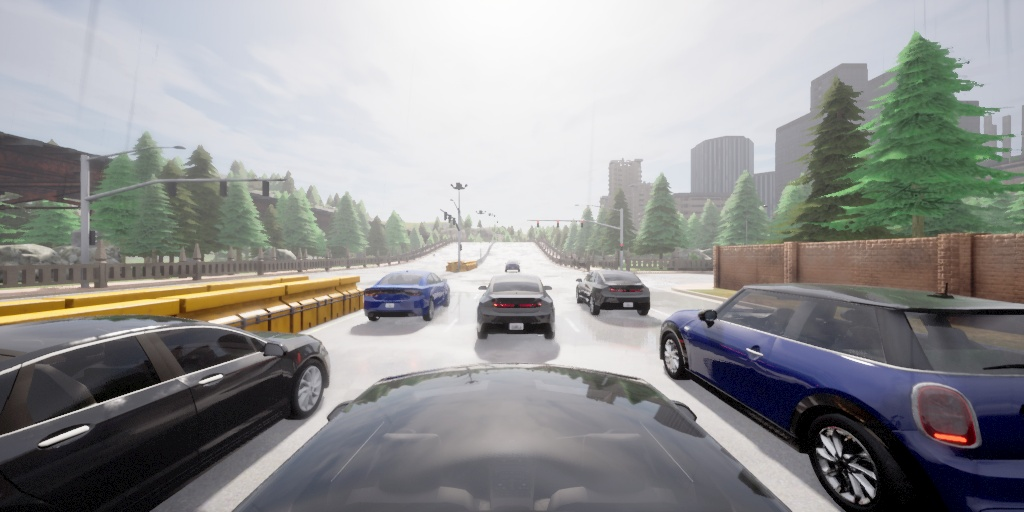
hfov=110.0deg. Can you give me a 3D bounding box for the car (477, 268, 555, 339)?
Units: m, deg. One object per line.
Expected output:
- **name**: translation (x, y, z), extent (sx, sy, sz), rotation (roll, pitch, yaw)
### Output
- **car**: translation (0.096, 1.255, 10.043), extent (1.837, 1.490, 4.892), rotation (0, 0, 0)

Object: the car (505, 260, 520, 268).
- **car**: translation (0.068, 1.275, 45.991), extent (1.812, 1.442, 4.674), rotation (0, 0, 0)

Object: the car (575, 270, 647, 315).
- **car**: translation (3.614, 1.255, 13.478), extent (1.837, 1.490, 4.892), rotation (0, 0, 1)

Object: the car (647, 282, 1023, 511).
- **car**: translation (3.601, 1.102, 4.393), extent (2.097, 1.767, 4.553), rotation (0, 0, 0)

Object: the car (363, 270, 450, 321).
- **car**: translation (-3.404, 1.228, 12.466), extent (1.882, 1.535, 5.008), rotation (0, 0, 0)

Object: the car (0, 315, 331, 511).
- **car**: translation (-3.400, 1.255, 2.973), extent (1.837, 1.490, 4.892), rotation (0, 0, 0)
